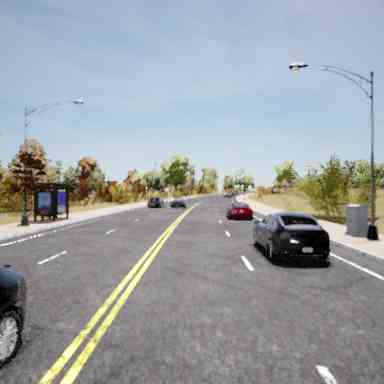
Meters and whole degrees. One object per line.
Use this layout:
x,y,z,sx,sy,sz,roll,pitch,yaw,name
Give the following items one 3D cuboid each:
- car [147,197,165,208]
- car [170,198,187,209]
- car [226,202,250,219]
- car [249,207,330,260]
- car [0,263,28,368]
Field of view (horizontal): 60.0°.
-4.947,1.430,45.771,1.837,1.490,4.892,0,0,4,car
-1.771,1.490,44.626,1.994,1.385,4.181,0,0,4,car
4.038,1.528,28.493,1.994,1.385,4.181,0,0,2,car
3.518,1.493,12.404,1.837,1.490,4.892,0,0,1,car
-3.313,1.499,2.919,1.837,1.490,4.892,0,0,0,car
